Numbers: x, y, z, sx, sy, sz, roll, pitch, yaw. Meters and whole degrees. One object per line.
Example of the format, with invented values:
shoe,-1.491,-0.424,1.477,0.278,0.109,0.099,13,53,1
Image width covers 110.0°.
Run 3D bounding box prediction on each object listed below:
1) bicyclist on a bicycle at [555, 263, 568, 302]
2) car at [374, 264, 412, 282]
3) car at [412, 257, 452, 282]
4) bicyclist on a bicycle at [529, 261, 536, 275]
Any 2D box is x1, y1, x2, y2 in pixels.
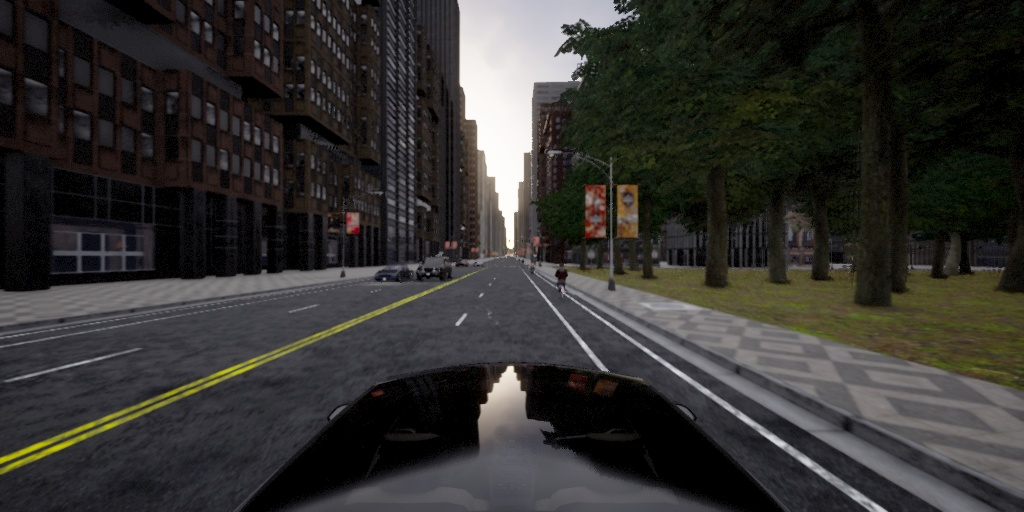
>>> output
bicyclist on a bicycle,2.259,1.194,16.532,0.659,1.776,1.843,0,3,0
car,-9.832,1.403,30.299,2.033,1.411,5.357,0,0,0
car,-6.580,1.080,30.942,2.150,2.045,5.566,0,0,0
bicyclist on a bicycle,2.274,1.365,39.797,0.866,1.612,1.509,0,0,0
